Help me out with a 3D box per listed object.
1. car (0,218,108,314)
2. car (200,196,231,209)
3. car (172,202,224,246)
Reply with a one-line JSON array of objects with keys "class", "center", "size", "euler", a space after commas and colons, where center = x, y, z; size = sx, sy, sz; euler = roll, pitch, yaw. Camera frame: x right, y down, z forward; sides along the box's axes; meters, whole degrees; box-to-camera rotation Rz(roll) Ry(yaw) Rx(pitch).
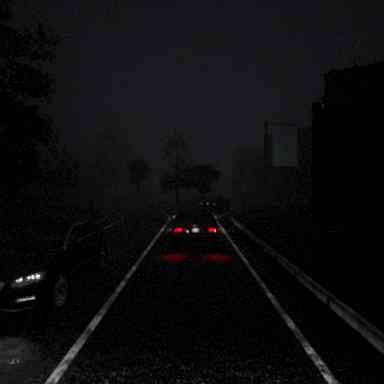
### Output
[{"class": "car", "center": [-3.307, 1.394, 7.618], "size": [2.128, 1.511, 4.902], "euler": [0, 1, 0]}, {"class": "car", "center": [2.284, 1.045, 31.719], "size": [2.033, 1.411, 5.357], "euler": [0, 1, 21]}, {"class": "car", "center": [0.123, 1.365, 14.262], "size": [2.033, 1.411, 5.357], "euler": [0, 1, 0]}]
